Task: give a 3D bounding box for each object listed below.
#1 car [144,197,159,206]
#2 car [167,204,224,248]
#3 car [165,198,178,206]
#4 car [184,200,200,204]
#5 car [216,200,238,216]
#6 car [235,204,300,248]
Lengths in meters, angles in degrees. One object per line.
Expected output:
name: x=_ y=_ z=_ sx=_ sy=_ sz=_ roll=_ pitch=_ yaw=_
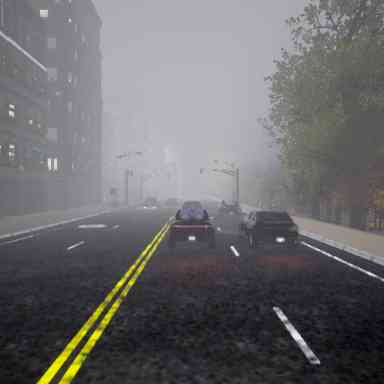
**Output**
car: x=-6.500 y=1.533 z=53.651 sx=2.128 sy=1.511 sz=4.902 roll=0 pitch=0 yaw=0
car: x=0.000 y=1.493 z=14.650 sx=2.128 sy=1.511 sz=4.902 roll=0 pitch=0 yaw=0
car: x=-3.250 y=1.612 z=53.651 sx=1.994 sy=1.385 sz=4.181 roll=0 pitch=0 yaw=0
car: x=0.000 y=1.485 z=29.650 sx=1.882 sy=1.535 sz=5.008 roll=0 pitch=0 yaw=0
car: x=3.250 y=1.495 z=29.650 sx=2.128 sy=1.511 sz=4.902 roll=0 pitch=0 yaw=0
car: x=3.250 y=1.514 z=14.650 sx=1.837 sy=1.490 sz=4.892 roll=0 pitch=0 yaw=0
